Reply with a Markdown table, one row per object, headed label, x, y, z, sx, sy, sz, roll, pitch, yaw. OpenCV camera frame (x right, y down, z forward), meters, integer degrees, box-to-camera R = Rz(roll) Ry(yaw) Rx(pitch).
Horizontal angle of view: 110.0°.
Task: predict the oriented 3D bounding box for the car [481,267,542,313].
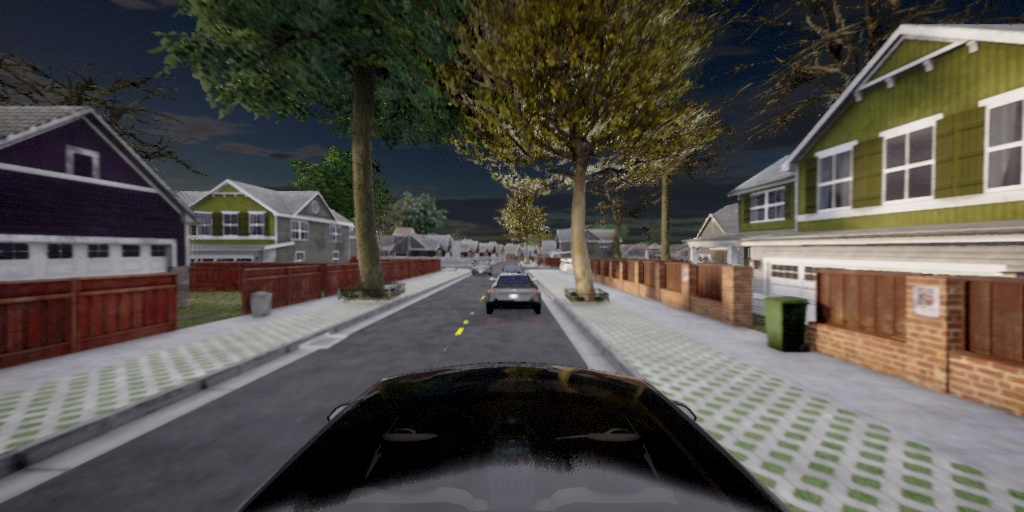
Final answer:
| label | x | y | z | sx | sy | sz | roll | pitch | yaw |
| --- | --- | --- | --- | --- | --- | --- | --- | --- | --- |
| car | 0.065 | 1.299 | 13.880 | 1.994 | 1.385 | 4.181 | 0 | 0 | 0 |

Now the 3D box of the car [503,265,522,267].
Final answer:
| label | x | y | z | sx | sy | sz | roll | pitch | yaw |
| --- | --- | --- | --- | --- | --- | --- | --- | --- | --- |
| car | 0.056 | 1.315 | 27.373 | 1.895 | 1.301 | 4.718 | 0 | 0 | 0 |

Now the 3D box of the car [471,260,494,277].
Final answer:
| label | x | y | z | sx | sy | sz | roll | pitch | yaw |
| --- | --- | --- | --- | --- | --- | --- | --- | --- | --- |
| car | -2.829 | 1.190 | 35.168 | 2.128 | 1.511 | 4.902 | 0 | 0 | 0 |
